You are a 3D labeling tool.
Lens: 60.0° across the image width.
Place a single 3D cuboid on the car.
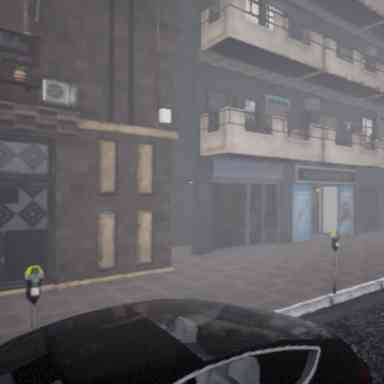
[{"bbox_3d":[-0.602,1.552,2.016,4.313,1.339,1.947,0,0,-35],"label":"car"}]
